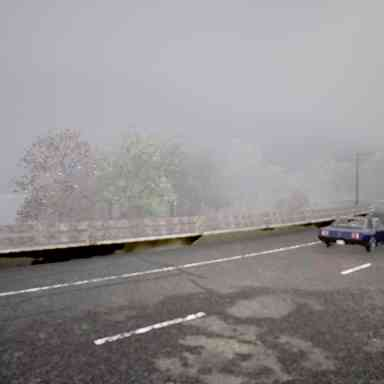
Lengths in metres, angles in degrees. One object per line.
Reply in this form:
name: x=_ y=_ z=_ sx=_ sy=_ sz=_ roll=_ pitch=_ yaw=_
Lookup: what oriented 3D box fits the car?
car: x=7.523 y=1.740 z=14.767 sx=4.718 sy=1.301 sz=1.895 roll=1 pitch=0 yaw=-43
